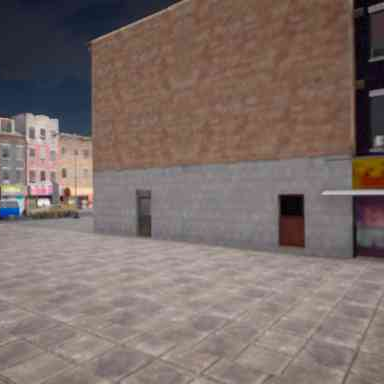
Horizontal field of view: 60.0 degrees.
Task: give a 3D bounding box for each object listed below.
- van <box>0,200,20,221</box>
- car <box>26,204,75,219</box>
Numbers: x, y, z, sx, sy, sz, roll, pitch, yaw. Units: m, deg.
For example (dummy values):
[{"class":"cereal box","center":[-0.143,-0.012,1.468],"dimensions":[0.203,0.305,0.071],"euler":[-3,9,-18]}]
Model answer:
[{"class":"van","center":[-17.017,1.626,28.570],"dimensions":[1.690,1.788,3.998],"euler":[-1,0,36]},{"class":"car","center":[-13.850,1.806,32.995],"dimensions":[1.752,1.417,4.829],"euler":[-1,0,36]}]
